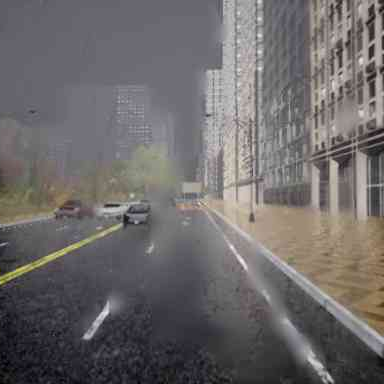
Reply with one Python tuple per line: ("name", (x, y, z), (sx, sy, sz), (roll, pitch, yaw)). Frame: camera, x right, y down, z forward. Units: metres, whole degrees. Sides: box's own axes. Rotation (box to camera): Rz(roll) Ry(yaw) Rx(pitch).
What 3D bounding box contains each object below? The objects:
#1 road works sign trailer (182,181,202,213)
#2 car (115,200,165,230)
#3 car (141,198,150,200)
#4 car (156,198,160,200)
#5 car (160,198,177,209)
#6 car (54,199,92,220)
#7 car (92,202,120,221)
("road works sign trailer", (0.004, 0.536, 38.202), (2.380, 3.560, 2.880), (0, 0, 0))
("car", (-3.150, 1.520, 21.306), (2.128, 1.511, 4.902), (0, 0, 0))
("car", (-9.751, 1.827, 69.411), (1.895, 1.301, 4.718), (0, 0, 0))
("car", (-6.501, 1.826, 69.410), (1.895, 1.301, 4.718), (0, 0, 0))
("car", (-3.150, 1.637, 47.452), (1.812, 1.442, 4.674), (0, 0, 0))
("car", (-9.843, 1.393, 28.083), (2.097, 1.767, 4.553), (0, 0, 0))
("car", (-6.587, 1.566, 27.924), (1.812, 1.442, 4.674), (0, 0, 0))
